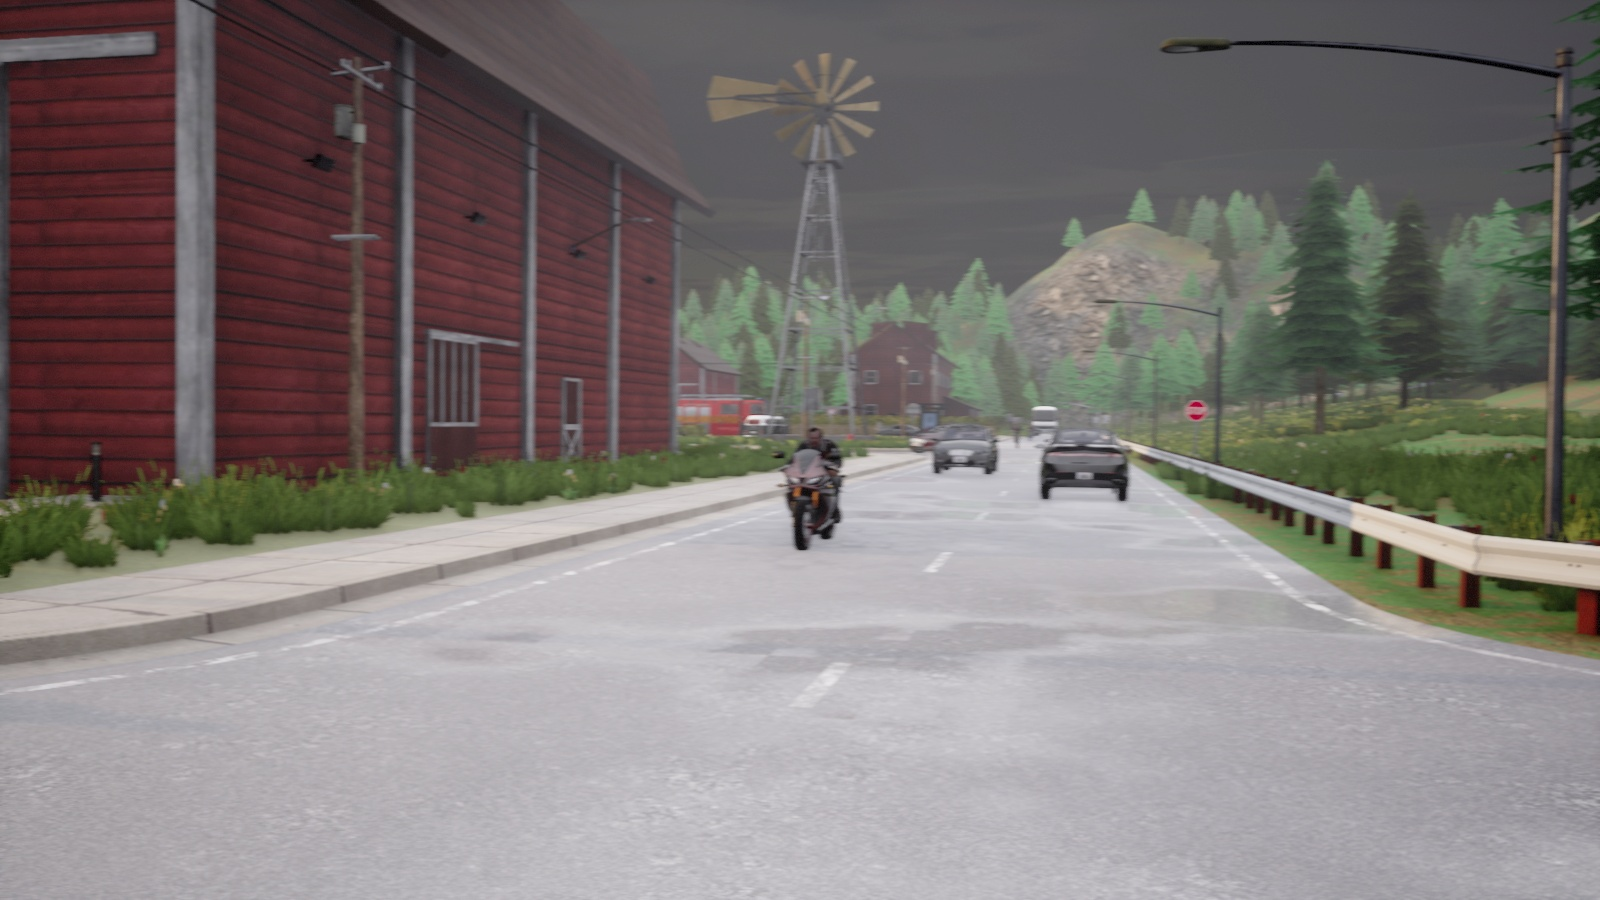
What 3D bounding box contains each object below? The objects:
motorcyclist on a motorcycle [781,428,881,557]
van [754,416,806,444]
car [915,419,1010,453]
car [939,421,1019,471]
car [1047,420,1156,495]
[{"bbox_3d":[0.444,0.488,16.154,0.866,1.530,2.191,0,1,13],"label":"motorcyclist on a motorcycle"},{"bbox_3d":[-1.528,-1.563,97.091,2.069,2.038,4.480,0,1,29],"label":"van"},{"bbox_3d":[8.521,-0.773,65.707,4.856,1.649,2.033,-2,2,-35],"label":"car"},{"bbox_3d":[5.801,-0.166,40.206,2.128,1.511,4.902,0,1,13],"label":"car"},{"bbox_3d":[6.631,0.094,27.841,2.128,1.511,4.902,0,1,13],"label":"car"}]
